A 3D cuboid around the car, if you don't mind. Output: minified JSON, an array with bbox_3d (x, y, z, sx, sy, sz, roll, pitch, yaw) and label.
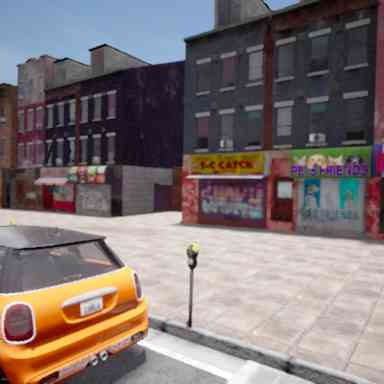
[{"bbox_3d":[-2.859,1.283,4.996,4.553,1.767,2.097,1,1,36],"label":"car"}]
